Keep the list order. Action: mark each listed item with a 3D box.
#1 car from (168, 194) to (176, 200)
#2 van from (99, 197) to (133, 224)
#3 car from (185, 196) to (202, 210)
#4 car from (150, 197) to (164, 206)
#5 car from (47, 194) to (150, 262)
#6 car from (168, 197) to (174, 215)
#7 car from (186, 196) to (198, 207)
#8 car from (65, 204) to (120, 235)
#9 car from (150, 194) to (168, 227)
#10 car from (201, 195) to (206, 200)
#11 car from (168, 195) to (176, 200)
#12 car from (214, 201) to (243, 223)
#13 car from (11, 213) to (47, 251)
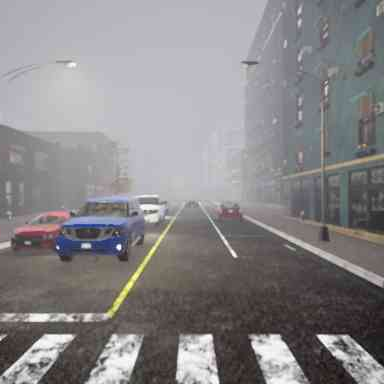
[{"bbox_3d":[-5.646,1.374,82.122,1.967,1.590,4.097,1,0,0],"label":"car"},{"bbox_3d":[-5.663,1.319,25.256,1.690,1.788,3.998,1,0,0],"label":"van"},{"bbox_3d":[0.015,1.490,41.971,1.812,1.442,4.674,0,0,0],"label":"car"},{"bbox_3d":[-5.658,1.537,53.689,1.802,1.307,4.206,1,0,0],"label":"car"},{"bbox_3d":[-3.085,1.210,12.444,2.150,2.045,5.566,0,0,0],"label":"car"},{"bbox_3d":[-3.074,1.497,32.981,1.812,1.442,4.674,0,0,0],"label":"car"},{"bbox_3d":[0.018,1.461,51.979,1.837,1.490,4.892,0,0,0],"label":"car"},{"bbox_3d":[-5.669,1.528,19.568,1.887,1.381,4.507,1,0,0],"label":"car"},{"bbox_3d":[-3.081,1.201,22.810,2.150,2.045,5.566,0,0,0],"label":"car"},{"bbox_3d":[2.734,1.456,88.037,1.752,1.417,4.829,1,0,0],"label":"car"},{"bbox_3d":[-5.645,1.493,93.496,1.947,1.339,4.313,1,0,0],"label":"car"},{"bbox_3d":[2.715,1.418,25.313,1.967,1.590,4.097,1,0,0],"label":"car"},{"bbox_3d":[-5.748,1.533,13.886,1.887,1.381,4.507,1,0,0],"label":"car"}]
